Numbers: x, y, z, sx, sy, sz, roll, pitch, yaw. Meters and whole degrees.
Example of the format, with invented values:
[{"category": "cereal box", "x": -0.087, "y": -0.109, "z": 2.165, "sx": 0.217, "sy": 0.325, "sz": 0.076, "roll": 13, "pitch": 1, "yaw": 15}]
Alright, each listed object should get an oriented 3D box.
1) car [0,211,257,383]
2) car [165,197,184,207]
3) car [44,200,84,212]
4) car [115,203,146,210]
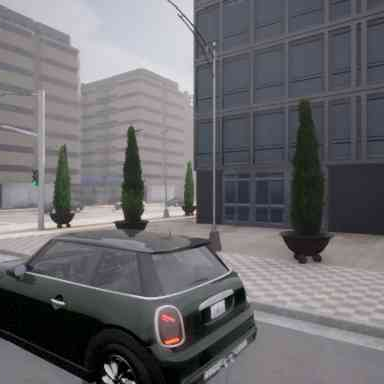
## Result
[{"category": "car", "x": -1.433, "y": 1.352, "z": 5.015, "sx": 4.553, "sy": 1.767, "sz": 2.097, "roll": 0, "pitch": 0, "yaw": 35}, {"category": "car", "x": -2.208, "y": 1.560, "z": 52.712, "sx": 1.837, "sy": 1.490, "sz": 4.892, "roll": 0, "pitch": 0, "yaw": 35}, {"category": "car", "x": -14.052, "y": 1.560, "z": 35.953, "sx": 1.837, "sy": 1.490, "sz": 4.892, "roll": 0, "pitch": 0, "yaw": 35}, {"category": "car", "x": -8.157, "y": 1.581, "z": 44.293, "sx": 1.812, "sy": 1.442, "sz": 4.674, "roll": 0, "pitch": 0, "yaw": 35}]
